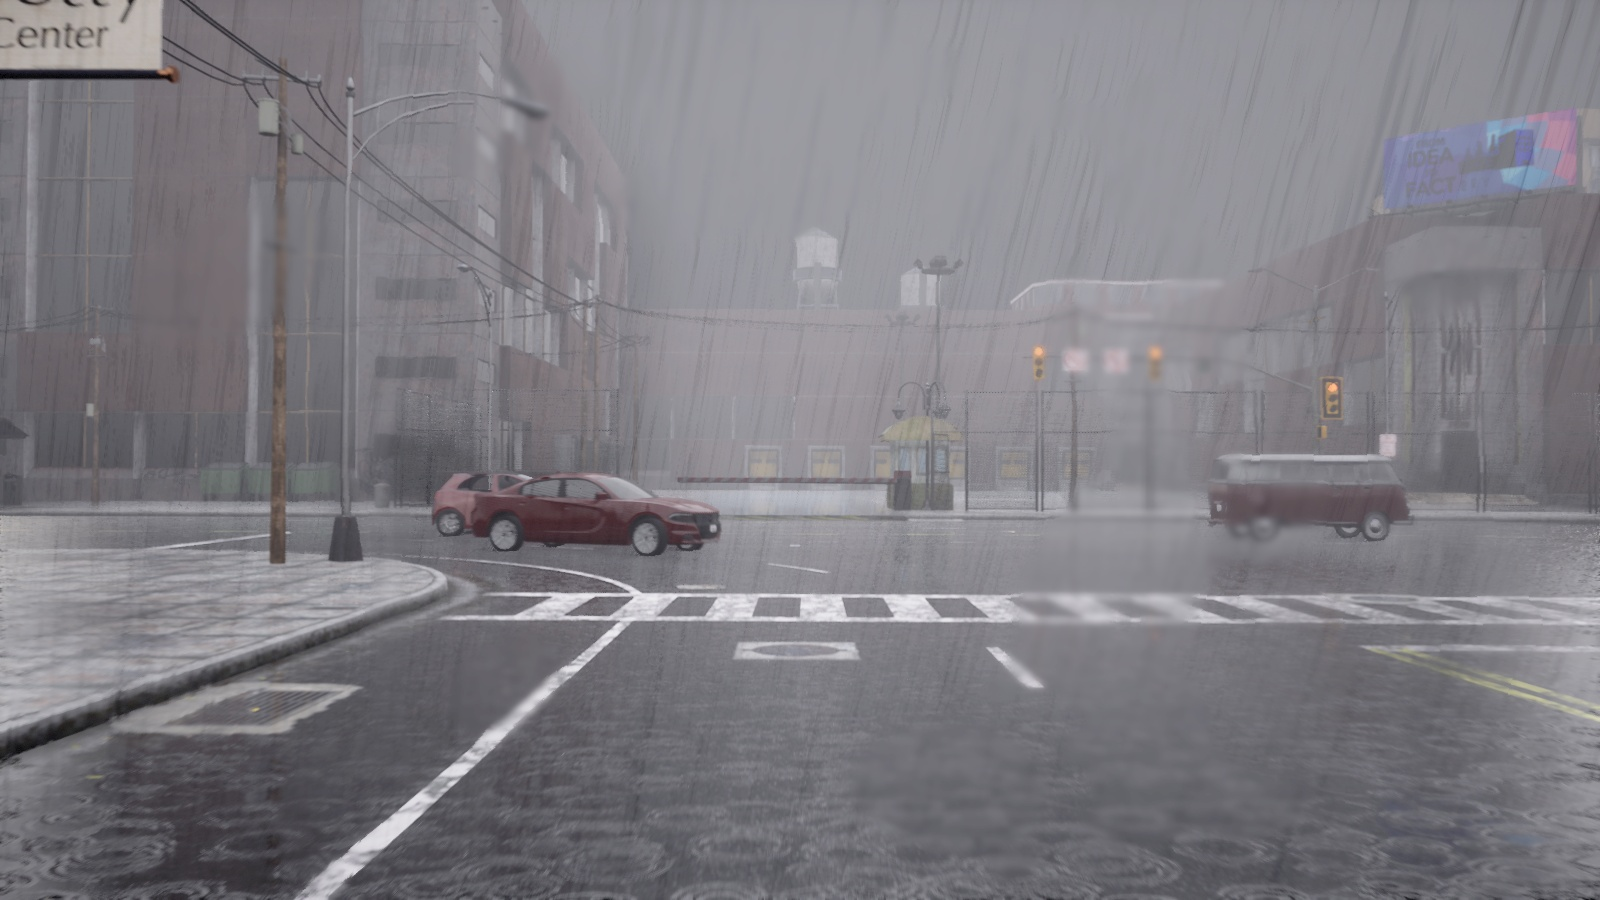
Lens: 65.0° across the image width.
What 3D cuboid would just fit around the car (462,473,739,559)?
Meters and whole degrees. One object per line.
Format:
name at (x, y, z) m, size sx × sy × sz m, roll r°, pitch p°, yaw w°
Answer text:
car at (-3.843, 1.213, 24.186) m, size 5.008 × 1.535 × 1.882 m, roll -1°, pitch -1°, yaw 22°

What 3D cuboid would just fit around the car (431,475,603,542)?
car at (-6.599, 1.350, 29.567) m, size 3.633 × 1.501 × 1.845 m, roll 0°, pitch -1°, yaw 0°

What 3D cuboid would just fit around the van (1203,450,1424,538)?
van at (11.969, 1.013, 29.454) m, size 4.442 × 1.987 × 1.775 m, roll 0°, pitch -1°, yaw 0°
